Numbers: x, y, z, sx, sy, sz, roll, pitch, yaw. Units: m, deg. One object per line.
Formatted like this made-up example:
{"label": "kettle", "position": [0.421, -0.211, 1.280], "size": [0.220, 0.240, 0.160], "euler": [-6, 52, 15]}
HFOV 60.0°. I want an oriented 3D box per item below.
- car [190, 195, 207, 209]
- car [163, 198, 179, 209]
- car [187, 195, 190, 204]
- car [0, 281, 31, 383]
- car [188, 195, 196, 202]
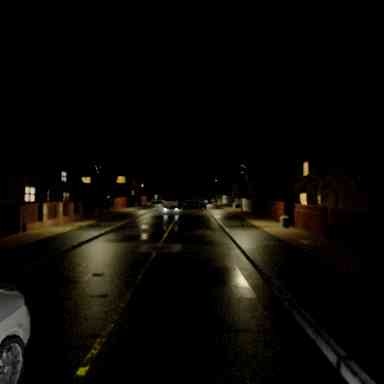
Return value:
{"label": "car", "position": [0.957, 1.459, 44.195], "size": [1.882, 1.535, 5.008], "euler": [0, 0, 0]}
{"label": "car", "position": [-2.837, 1.505, 46.167], "size": [1.812, 1.442, 4.674], "euler": [0, 0, 0]}
{"label": "car", "position": [-0.006, 1.537, 61.953], "size": [1.994, 1.385, 4.181], "euler": [0, 0, 0]}
{"label": "car", "position": [-2.850, 1.526, 2.283], "size": [1.812, 1.442, 4.674], "euler": [0, 0, 0]}
{"label": "car", "position": [-0.008, 1.334, 74.477], "size": [1.837, 1.490, 4.892], "euler": [0, 0, 0]}
